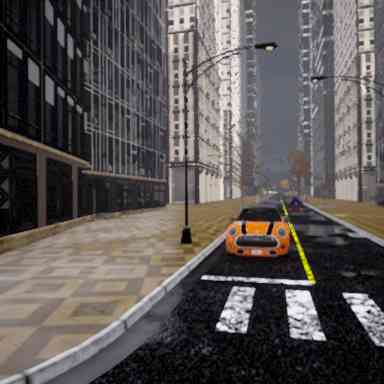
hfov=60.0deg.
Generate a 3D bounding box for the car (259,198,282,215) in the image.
[{"bbox_3d":[7.814,1.409,32.827,2.033,1.411,5.357,-1,0,15],"label":"car"}]

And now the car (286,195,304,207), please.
[{"bbox_3d":[14.198,1.296,45.793,1.812,1.442,4.674,-1,0,14],"label":"car"}]

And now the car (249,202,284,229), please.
[{"bbox_3d":[5.150,1.454,22.535,2.033,1.411,5.357,-1,0,15],"label":"car"}]

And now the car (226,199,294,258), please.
[{"bbox_3d":[2.594,1.303,12.675,2.097,1.767,4.553,-1,0,15],"label":"car"}]

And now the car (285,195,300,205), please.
[{"bbox_3d":[16.676,1.275,55.370,2.033,1.411,5.357,-1,0,14],"label":"car"}]
